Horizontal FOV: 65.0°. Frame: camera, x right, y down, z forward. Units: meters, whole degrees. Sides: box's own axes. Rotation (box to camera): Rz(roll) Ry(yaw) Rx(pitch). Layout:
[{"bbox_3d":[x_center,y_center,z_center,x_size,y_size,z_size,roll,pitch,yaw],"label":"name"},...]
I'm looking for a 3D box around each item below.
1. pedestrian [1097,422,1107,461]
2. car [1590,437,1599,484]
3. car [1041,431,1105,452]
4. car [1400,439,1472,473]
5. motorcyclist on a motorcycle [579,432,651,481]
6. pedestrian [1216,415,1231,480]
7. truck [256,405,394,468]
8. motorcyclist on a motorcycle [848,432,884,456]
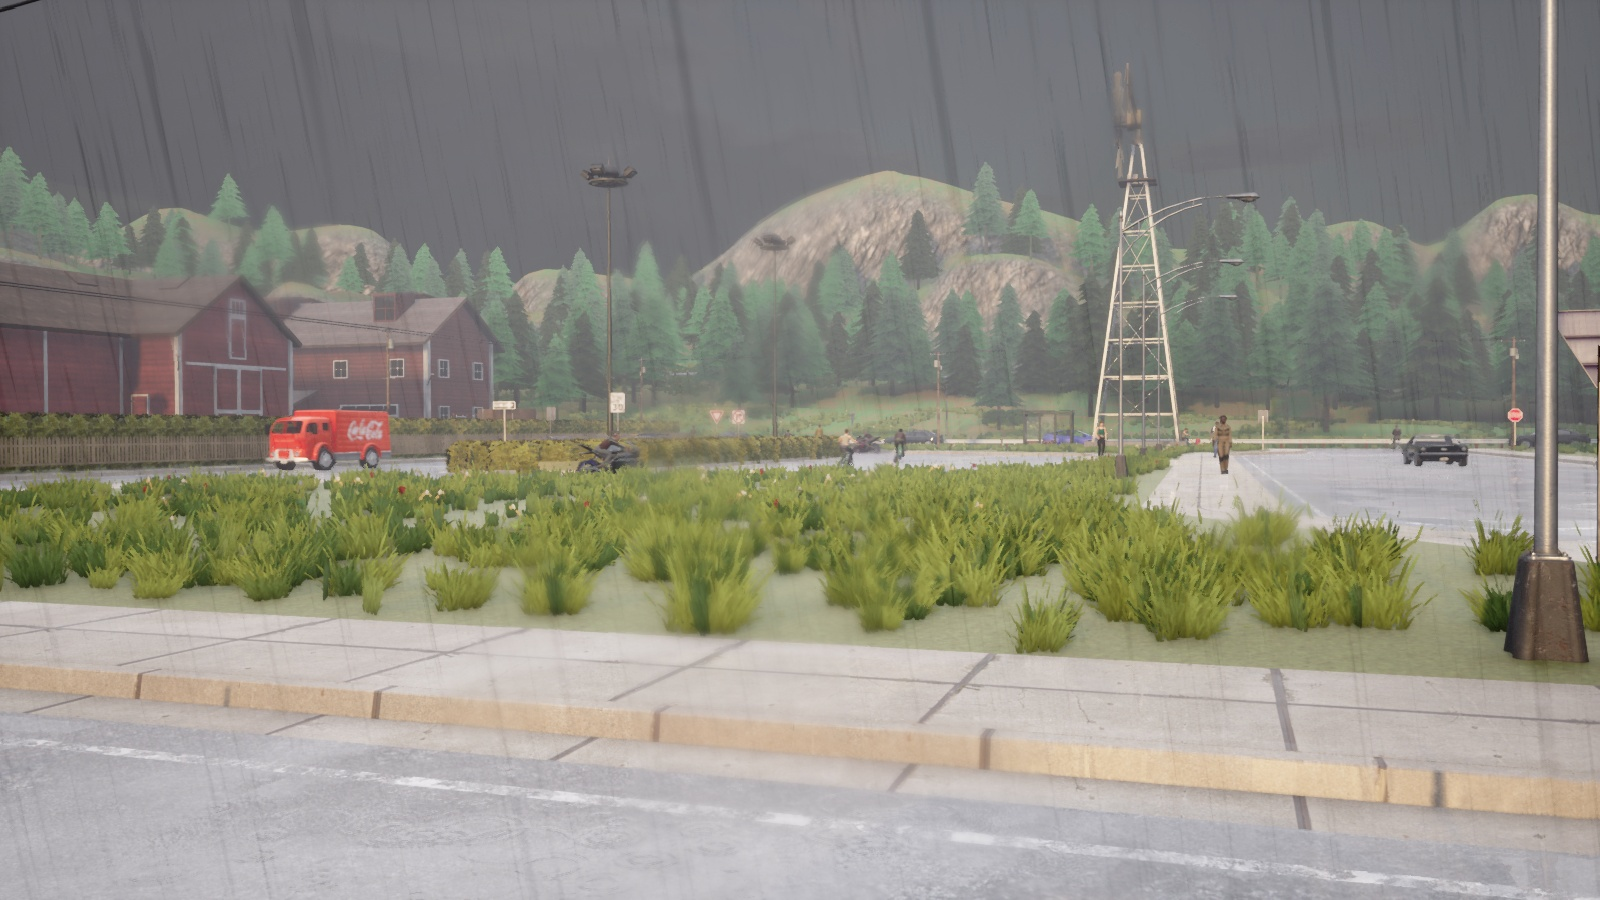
[{"bbox_3d":[14.062,-0.403,58.543,0.345,1.836,0.594,0,1,2],"label":"pedestrian"},{"bbox_3d":[25.065,0.353,37.069,1.812,1.442,4.674,1,1,18],"label":"car"},{"bbox_3d":[20.738,-0.677,95.440,4.514,1.525,2.007,1,1,19],"label":"car"},{"bbox_3d":[26.038,0.200,51.538,1.895,1.301,4.718,1,1,18],"label":"car"},{"bbox_3d":[-5.895,0.200,39.956,2.191,1.530,0.866,0,0,-14],"label":"motorcyclist on a motorcycle"},{"bbox_3d":[12.872,-0.081,38.146,0.396,1.930,0.692,0,1,17],"label":"pedestrian"},{"bbox_3d":[-19.462,-0.562,51.753,2.627,2.467,5.204,1,1,19],"label":"truck"},{"bbox_3d":[4.241,-0.409,80.336,2.191,1.530,0.866,1,2,38],"label":"motorcyclist on a motorcycle"}]
